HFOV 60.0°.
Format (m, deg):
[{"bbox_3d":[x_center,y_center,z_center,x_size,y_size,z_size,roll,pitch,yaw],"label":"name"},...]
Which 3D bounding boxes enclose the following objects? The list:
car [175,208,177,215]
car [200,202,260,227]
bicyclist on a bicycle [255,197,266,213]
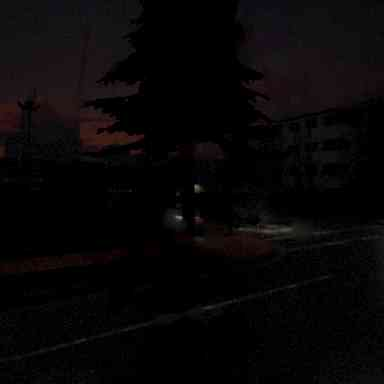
[{"bbox_3d":[-3.154,1.576,31.606,1.994,1.385,4.181,0,0,-35],"label":"car"},{"bbox_3d":[2.597,1.490,23.417,1.882,1.535,5.008,0,0,-35],"label":"car"},{"bbox_3d":[6.812,1.308,33.019,1.656,1.620,0.582,0,0,-35],"label":"bicyclist on a bicycle"}]
